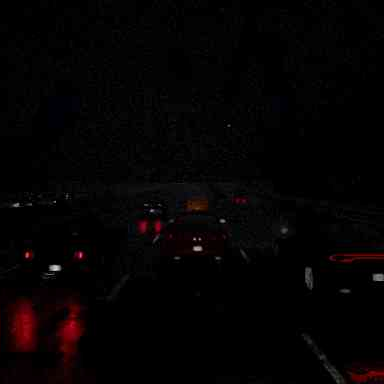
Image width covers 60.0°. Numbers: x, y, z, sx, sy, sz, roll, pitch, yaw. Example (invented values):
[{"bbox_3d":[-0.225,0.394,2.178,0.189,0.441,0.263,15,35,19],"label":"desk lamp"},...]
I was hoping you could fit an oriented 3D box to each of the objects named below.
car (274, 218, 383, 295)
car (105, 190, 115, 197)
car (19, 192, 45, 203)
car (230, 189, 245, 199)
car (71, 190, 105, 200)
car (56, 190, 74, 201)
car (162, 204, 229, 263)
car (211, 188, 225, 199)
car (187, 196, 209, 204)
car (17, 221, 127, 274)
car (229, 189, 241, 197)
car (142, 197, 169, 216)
[{"bbox_3d":[3.526,1.419,8.677,1.882,1.535,5.008,0,0,1],"label":"car"},{"bbox_3d":[-15.965,0.359,62.723,2.128,1.511,4.902,0,2,3],"label":"car"},{"bbox_3d":[-22.886,0.764,47.697,1.882,1.535,5.008,0,1,-1],"label":"car"},{"bbox_3d":[8.279,0.452,58.342,2.128,1.511,4.902,0,2,4],"label":"car"},{"bbox_3d":[-13.267,0.872,42.702,1.882,1.535,5.008,0,1,2],"label":"car"},{"bbox_3d":[-19.820,0.501,52.818,2.097,1.767,4.553,0,2,2],"label":"car"},{"bbox_3d":[0.185,1.419,11.831,1.882,1.535,5.008,0,1,1],"label":"car"},{"bbox_3d":[4.927,0.499,58.850,2.033,1.411,5.357,0,2,2],"label":"car"},{"bbox_3d":[0.528,1.128,30.082,1.882,1.535,5.008,0,1,1],"label":"car"},{"bbox_3d":[-3.335,1.555,10.376,1.895,1.301,4.718,0,1,1],"label":"car"},{"bbox_3d":[8.784,0.102,68.353,1.837,1.490,4.892,0,2,2],"label":"car"},{"bbox_3d":[-3.025,1.184,28.030,2.128,1.511,4.902,0,1,1],"label":"car"}]
